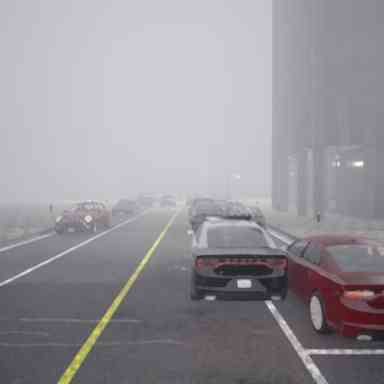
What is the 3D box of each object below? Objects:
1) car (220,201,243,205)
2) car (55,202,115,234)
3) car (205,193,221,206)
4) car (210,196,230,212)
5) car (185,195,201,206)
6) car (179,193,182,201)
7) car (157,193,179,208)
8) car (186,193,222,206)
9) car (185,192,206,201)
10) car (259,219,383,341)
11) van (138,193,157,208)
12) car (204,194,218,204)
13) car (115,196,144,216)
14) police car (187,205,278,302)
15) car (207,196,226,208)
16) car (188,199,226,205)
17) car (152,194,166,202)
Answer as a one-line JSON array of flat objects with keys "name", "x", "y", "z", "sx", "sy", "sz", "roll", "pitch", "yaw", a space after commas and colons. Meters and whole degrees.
[{"name": "car", "x": 2.801, "y": 1.386, "z": 17.751, "sx": 2.008, "sy": 1.369, "sz": 4.403, "roll": 0, "pitch": 1, "yaw": 0}, {"name": "car", "x": -5.724, "y": 1.275, "z": 17.768, "sx": 1.967, "sy": 1.590, "sz": 4.097, "roll": 0, "pitch": 1, "yaw": 0}, {"name": "car", "x": 2.869, "y": 1.001, "z": 45.953, "sx": 1.967, "sy": 1.590, "sz": 4.097, "roll": 0, "pitch": 1, "yaw": 0}, {"name": "car", "x": 2.843, "y": 1.197, "z": 34.842, "sx": 1.752, "sy": 1.417, "sz": 4.829, "roll": 0, "pitch": 1, "yaw": 0}, {"name": "car", "x": 0.136, "y": 1.111, "z": 45.698, "sx": 2.033, "sy": 1.411, "sz": 5.357, "roll": 0, "pitch": 1, "yaw": 1}, {"name": "car", "x": -2.854, "y": 0.907, "z": 61.216, "sx": 2.128, "sy": 1.511, "sz": 4.902, "roll": 0, "pitch": 0, "yaw": 0}, {"name": "car", "x": -2.961, "y": 1.113, "z": 41.385, "sx": 1.837, "sy": 1.490, "sz": 4.892, "roll": 0, "pitch": 0, "yaw": 1}, {"name": "car", "x": 0.805, "y": 1.126, "z": 24.178, "sx": 2.097, "sy": 1.767, "sz": 4.553, "roll": 0, "pitch": 1, "yaw": 0}, {"name": "car", "x": 0.719, "y": 0.861, "z": 64.755, "sx": 1.882, "sy": 1.535, "sz": 5.008, "roll": 0, "pitch": 0, "yaw": 32}, {"name": "car", "x": 2.774, "y": 1.485, "z": 6.470, "sx": 1.887, "sy": 1.381, "sz": 4.507, "roll": 0, "pitch": 1, "yaw": 0}, {"name": "van", "x": -5.670, "y": 0.958, "z": 40.330, "sx": 1.690, "sy": 1.788, "sz": 3.998, "roll": 0, "pitch": 1, "yaw": 0}, {"name": "car", "x": 2.883, "y": 1.055, "z": 51.594, "sx": 2.008, "sy": 1.369, "sz": 4.403, "roll": 0, "pitch": 1, "yaw": 0}, {"name": "car", "x": -5.697, "y": 1.293, "z": 29.051, "sx": 1.947, "sy": 1.339, "sz": 4.313, "roll": 0, "pitch": 1, "yaw": 0}, {"name": "police car", "x": 0.906, "y": 1.350, "z": 8.319, "sx": 1.930, "sy": 1.638, "sz": 5.238, "roll": 0, "pitch": 1, "yaw": 0}, {"name": "car", "x": 2.856, "y": 1.168, "z": 40.313, "sx": 2.008, "sy": 1.369, "sz": 4.403, "roll": 0, "pitch": 1, "yaw": 0}, {"name": "car", "x": 0.879, "y": 1.336, "z": 18.209, "sx": 1.837, "sy": 1.490, "sz": 4.892, "roll": 0, "pitch": 1, "yaw": 0}, {"name": "car", "x": -5.628, "y": 0.998, "z": 57.254, "sx": 2.008, "sy": 1.369, "sz": 4.403, "roll": 0, "pitch": 1, "yaw": 0}]
